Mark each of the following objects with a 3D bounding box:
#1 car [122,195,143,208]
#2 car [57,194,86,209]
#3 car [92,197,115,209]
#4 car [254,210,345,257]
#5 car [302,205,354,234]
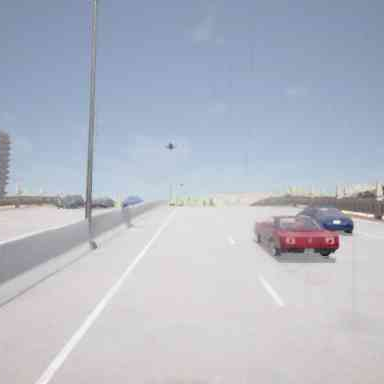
[{"bbox_3d":[-7.083,1.183,40.124,1.882,1.535,5.008,0,0,0],"label":"car"},{"bbox_3d":[-14.088,1.057,39.011,2.097,1.767,4.553,0,0,0],"label":"car"},{"bbox_3d":[-10.586,1.252,39.905,2.033,1.411,5.357,0,0,0],"label":"car"},{"bbox_3d":[3.597,1.505,12.414,1.895,1.301,4.718,0,0,0],"label":"car"},{"bbox_3d":[7.098,1.423,18.295,1.994,1.385,4.181,0,0,0],"label":"car"}]
